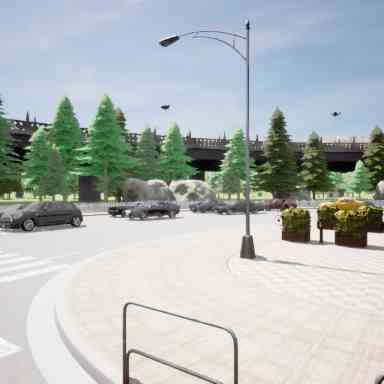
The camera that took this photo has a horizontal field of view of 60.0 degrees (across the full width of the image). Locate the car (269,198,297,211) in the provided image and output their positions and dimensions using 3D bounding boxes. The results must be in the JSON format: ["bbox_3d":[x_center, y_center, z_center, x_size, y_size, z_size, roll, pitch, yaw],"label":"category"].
[{"bbox_3d":[9.980,1.470,38.799,4.674,1.442,1.812,0,0,-15],"label":"car"}]

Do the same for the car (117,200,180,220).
[{"bbox_3d":[-3.171,1.436,27.140,4.902,1.511,2.128,0,0,-44],"label":"car"}]

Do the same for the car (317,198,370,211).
[{"bbox_3d":[16.338,1.422,36.533,5.008,1.535,1.882,0,0,-4],"label":"car"}]

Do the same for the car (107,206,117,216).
[{"bbox_3d":[-5.238,1.545,30.079,4.718,1.301,1.895,0,0,-44],"label":"car"}]

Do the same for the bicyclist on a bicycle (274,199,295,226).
[{"bbox_3d":[5.554,1.245,19.593,0.582,1.620,1.656,0,0,-44],"label":"bicyclist on a bicycle"}]

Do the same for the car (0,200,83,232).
[{"bbox_3d":[-8.967,1.297,20.069,2.097,1.767,4.553,0,0,37],"label":"car"}]

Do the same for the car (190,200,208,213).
[{"bbox_3d":[1.853,1.508,35.367,4.181,1.385,1.994,0,0,-29],"label":"car"}]

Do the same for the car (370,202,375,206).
[{"bbox_3d":[19.756,1.509,40.175,4.181,1.385,1.994,0,0,0],"label":"car"}]

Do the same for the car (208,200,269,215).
[{"bbox_3d":[4.656,1.492,33.064,5.357,1.411,2.033,0,0,-26],"label":"car"}]
